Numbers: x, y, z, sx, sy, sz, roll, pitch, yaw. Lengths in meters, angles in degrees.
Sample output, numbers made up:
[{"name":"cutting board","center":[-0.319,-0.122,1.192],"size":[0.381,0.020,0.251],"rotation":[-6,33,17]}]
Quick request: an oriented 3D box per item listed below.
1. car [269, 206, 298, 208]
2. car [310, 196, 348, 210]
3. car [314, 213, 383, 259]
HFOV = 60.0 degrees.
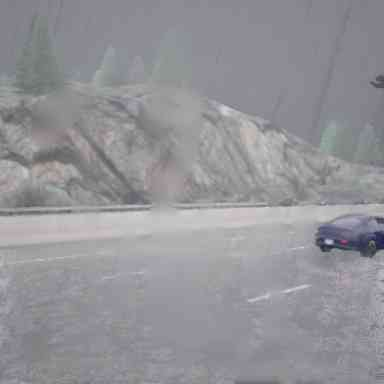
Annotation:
[{"name":"car","center":[12.414,1.547,45.092],"size":[4.892,1.490,1.837],"rotation":[0,0,-28]},{"name":"car","center":[18.183,1.400,44.148],"size":[4.553,1.767,2.097],"rotation":[0,0,-26]},{"name":"car","center":[6.593,1.541,12.695],"size":[4.674,1.442,1.812],"rotation":[0,0,-34]}]
